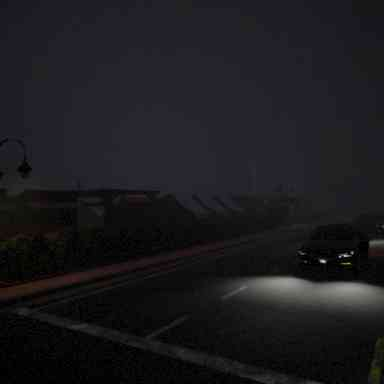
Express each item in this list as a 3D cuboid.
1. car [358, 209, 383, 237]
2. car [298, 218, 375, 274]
[{"bbox_3d":[12.452,2.187,23.069,1.882,1.535,5.008,-4,-3,33],"label":"car"},{"bbox_3d":[5.354,1.936,12.284,1.837,1.490,4.892,-4,-3,33],"label":"car"}]
